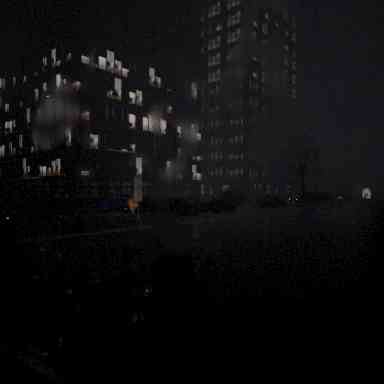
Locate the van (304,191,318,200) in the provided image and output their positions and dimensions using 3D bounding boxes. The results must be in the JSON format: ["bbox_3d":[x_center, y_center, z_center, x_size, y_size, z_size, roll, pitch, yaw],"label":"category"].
[{"bbox_3d":[25.639,0.695,71.578,1.690,1.788,3.998,1,1,40],"label":"van"}]

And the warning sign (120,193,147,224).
[{"bbox_3d":[-3.643,0.977,20.726,1.300,1.860,1.060,0,0,40],"label":"warning sign"}]

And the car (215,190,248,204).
[{"bbox_3d":[4.483,0.862,42.786,2.150,2.045,5.566,0,2,41],"label":"car"}]

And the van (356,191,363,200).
[{"bbox_3d":[35.694,0.683,70.449,1.690,1.788,3.998,1,1,40],"label":"van"}]

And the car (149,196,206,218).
[{"bbox_3d":[-1.146,1.241,27.104,1.967,1.590,4.097,1,1,40],"label":"car"}]

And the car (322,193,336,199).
[{"bbox_3d":[33.025,0.829,80.236,1.947,1.339,4.313,1,1,40],"label":"car"}]

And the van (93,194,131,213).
[{"bbox_3d":[-7.692,1.107,32.716,1.690,1.788,3.998,1,1,40],"label":"van"}]

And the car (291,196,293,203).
[{"bbox_3d":[17.043,1.137,52.757,1.895,1.301,4.718,0,1,40],"label":"car"}]

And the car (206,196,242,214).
[{"bbox_3d":[2.504,1.320,31.469,1.947,1.339,4.313,1,1,40],"label":"car"}]

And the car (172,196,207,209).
[{"bbox_3d":[-0.221,1.219,41.300,1.887,1.381,4.507,1,1,40],"label":"car"}]

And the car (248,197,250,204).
[{"bbox_3d":[7.171,1.148,49.947,1.947,1.339,4.313,1,1,40],"label":"car"}]

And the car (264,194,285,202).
[{"bbox_3d":[14.558,1.057,58.601,1.947,1.339,4.313,1,1,40],"label":"car"}]

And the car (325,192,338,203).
[{"bbox_3d":[20.921,0.840,53.141,2.192,1.841,5.009,1,1,40],"label":"car"}]

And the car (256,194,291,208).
[{"bbox_3d":[9.840,1.244,40.165,1.802,1.307,4.206,1,1,40],"label":"car"}]

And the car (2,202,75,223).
[{"bbox_3d":[-11.201,1.447,24.444,1.895,1.301,4.718,0,1,38],"label":"car"}]

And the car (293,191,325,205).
[{"bbox_3d":[17.228,0.885,48.815,2.192,1.841,5.009,1,1,40],"label":"car"}]

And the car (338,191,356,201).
[{"bbox_3d":[28.417,0.957,61.927,1.752,1.417,4.829,1,1,40],"label":"car"}]

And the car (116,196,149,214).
[{"bbox_3d":[-4.773,1.330,31.966,1.994,1.385,4.181,0,1,41],"label":"car"}]

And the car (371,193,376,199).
[{"bbox_3d":[39.386,0.848,74.779,2.008,1.369,4.403,1,1,40],"label":"car"}]
